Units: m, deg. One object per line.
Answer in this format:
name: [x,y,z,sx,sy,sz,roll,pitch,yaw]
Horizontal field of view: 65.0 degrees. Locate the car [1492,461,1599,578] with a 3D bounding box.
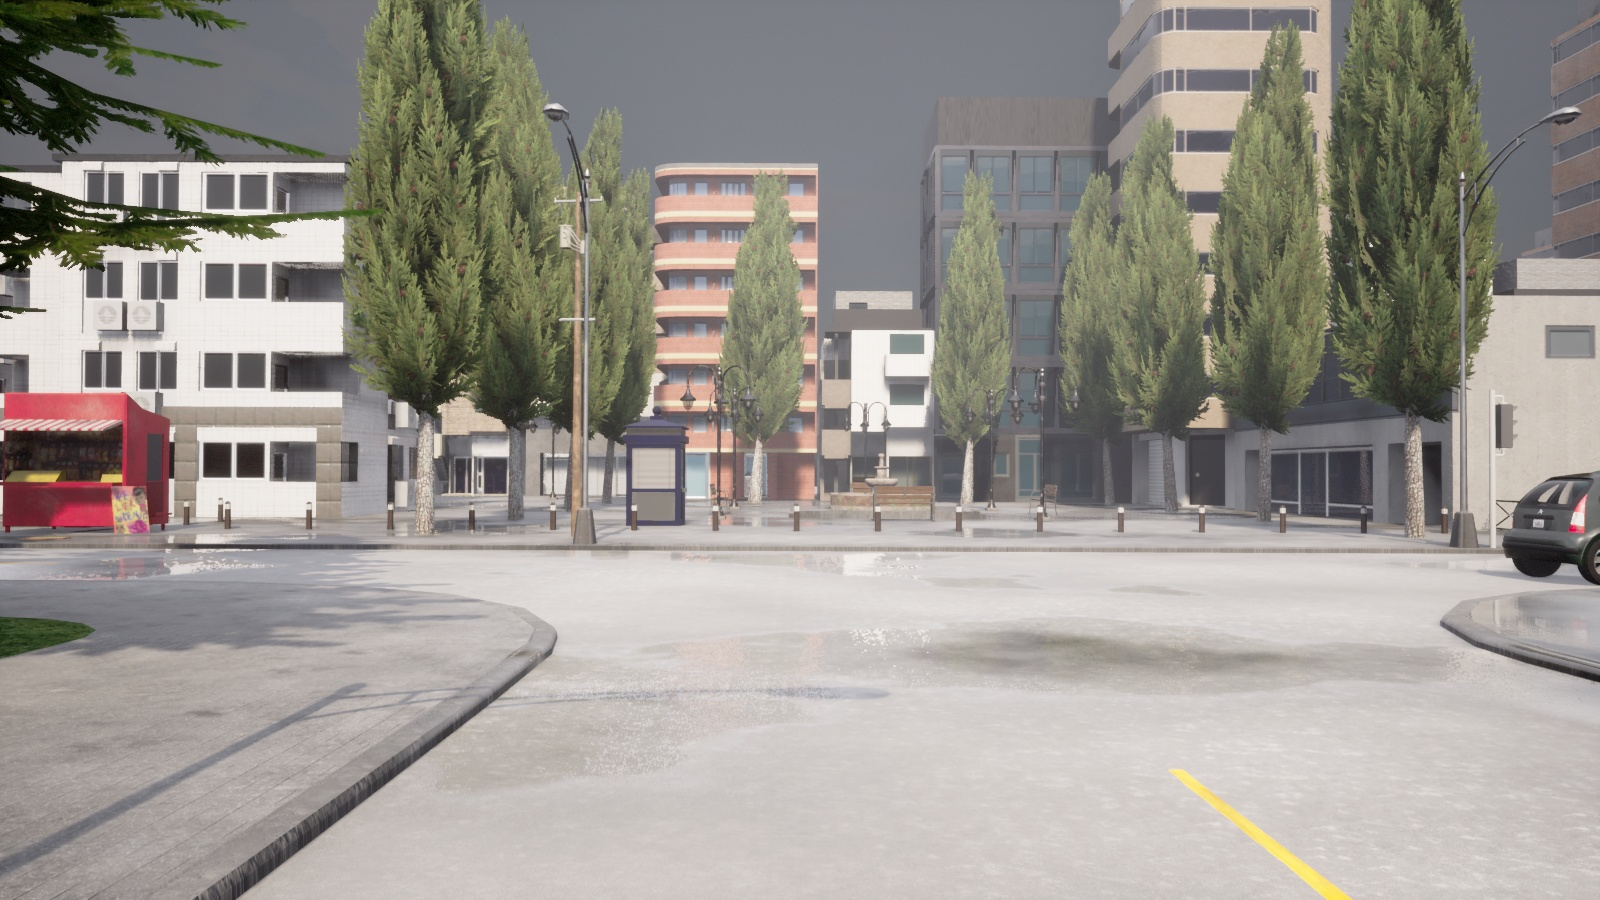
car: [12.655,0.971,18.445,3.988,1.617,1.851,0,-1,-4]
